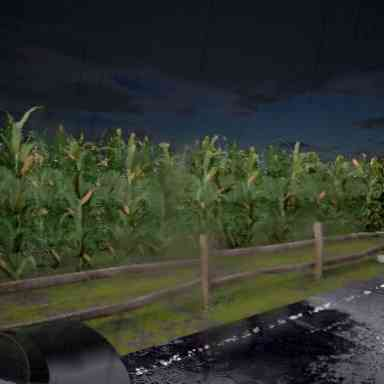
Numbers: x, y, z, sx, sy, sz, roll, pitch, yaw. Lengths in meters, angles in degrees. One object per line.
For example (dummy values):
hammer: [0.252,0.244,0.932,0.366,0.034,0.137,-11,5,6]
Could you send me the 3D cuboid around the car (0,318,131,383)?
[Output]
car: [-2.634,1.481,1.193,5.008,1.535,1.882,0,0,-35]
